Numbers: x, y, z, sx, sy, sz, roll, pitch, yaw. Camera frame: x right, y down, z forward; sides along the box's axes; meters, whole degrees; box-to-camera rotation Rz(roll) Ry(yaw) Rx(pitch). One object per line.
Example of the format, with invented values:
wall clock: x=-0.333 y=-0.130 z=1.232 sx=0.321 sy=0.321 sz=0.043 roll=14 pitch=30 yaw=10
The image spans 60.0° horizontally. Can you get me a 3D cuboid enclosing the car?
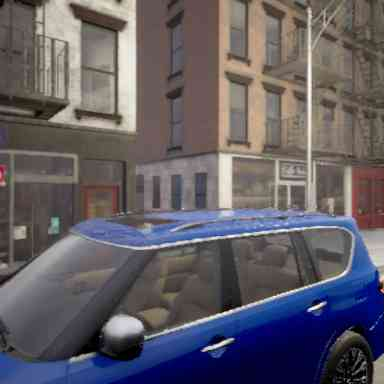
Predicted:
car: x=-0.340 y=1.230 z=3.133 sx=5.566 sy=2.045 sz=2.150 roll=0 pitch=0 yaw=-35
